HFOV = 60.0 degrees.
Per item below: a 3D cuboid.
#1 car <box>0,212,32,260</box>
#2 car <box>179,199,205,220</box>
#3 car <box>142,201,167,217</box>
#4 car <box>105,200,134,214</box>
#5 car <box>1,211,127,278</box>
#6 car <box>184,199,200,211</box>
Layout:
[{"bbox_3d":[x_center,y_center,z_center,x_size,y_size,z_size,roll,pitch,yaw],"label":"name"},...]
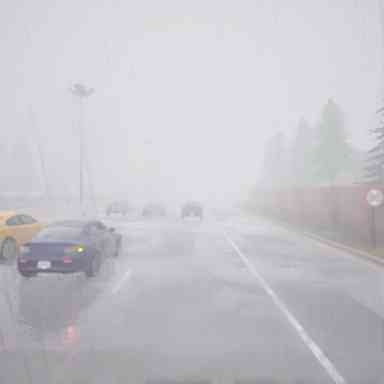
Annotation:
[{"bbox_3d":[-6.897,1.458,12.279,1.882,1.535,5.008,0,0,0],"label":"car"},{"bbox_3d":[0.016,1.462,28.094,1.837,1.490,4.892,0,0,0],"label":"car"},{"bbox_3d":[-3.457,1.515,31.296,1.994,1.385,4.181,0,0,0],"label":"car"},{"bbox_3d":[-6.961,1.497,32.183,2.033,1.411,5.357,0,0,1],"label":"car"},{"bbox_3d":[-3.397,1.510,9.947,1.812,1.442,4.674,0,0,0],"label":"car"},{"bbox_3d":[0.056,1.537,40.371,1.895,1.301,4.718,0,0,1],"label":"car"}]
